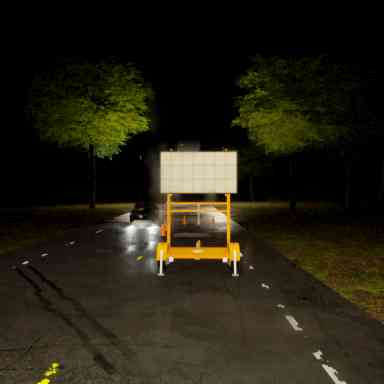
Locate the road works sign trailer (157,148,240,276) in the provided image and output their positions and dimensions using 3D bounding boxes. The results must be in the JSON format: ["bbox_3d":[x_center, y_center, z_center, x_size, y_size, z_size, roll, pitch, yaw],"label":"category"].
[{"bbox_3d":[0.206,0.459,10.326,2.380,3.560,2.880,0,0,2],"label":"road works sign trailer"}]

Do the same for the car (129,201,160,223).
[{"bbox_3d":[-3.534,1.499,25.316,1.837,1.490,4.892,0,0,0],"label":"car"}]
